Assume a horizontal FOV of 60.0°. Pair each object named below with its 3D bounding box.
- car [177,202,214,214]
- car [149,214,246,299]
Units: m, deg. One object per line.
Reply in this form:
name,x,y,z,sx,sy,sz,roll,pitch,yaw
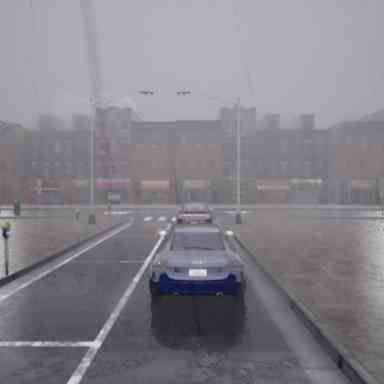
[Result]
car,0.184,1.272,18.234,2.128,1.511,4.902,0,1,2
car,0.112,1.463,8.257,1.994,1.385,4.181,0,1,0
